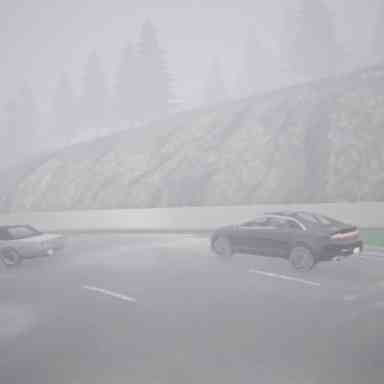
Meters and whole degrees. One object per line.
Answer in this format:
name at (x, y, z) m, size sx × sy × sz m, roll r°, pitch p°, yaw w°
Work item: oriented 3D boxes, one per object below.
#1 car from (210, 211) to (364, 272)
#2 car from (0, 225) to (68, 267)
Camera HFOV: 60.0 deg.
car at (2.620, 1.353, 10.339) m, size 2.128 × 1.511 × 4.902 m, roll -2°, pitch 0°, yaw -41°
car at (-7.188, 1.918, 12.248) m, size 4.718 × 1.301 × 1.895 m, roll -3°, pitch 0°, yaw 12°
